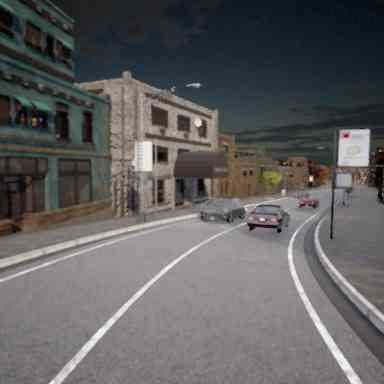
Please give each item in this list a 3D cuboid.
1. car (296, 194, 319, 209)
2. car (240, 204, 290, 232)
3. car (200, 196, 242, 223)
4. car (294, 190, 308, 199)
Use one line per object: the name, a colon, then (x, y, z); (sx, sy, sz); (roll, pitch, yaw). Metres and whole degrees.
car: (14.508, 1.268, 41.087); (1.895, 1.301, 4.718); (3, 2, 26)
car: (4.636, 1.474, 19.782); (2.033, 1.411, 5.357); (2, 1, 22)
car: (2.227, 1.125, 23.491); (2.097, 1.767, 4.553); (2, 1, 24)
car: (20.323, 0.400, 61.685); (2.097, 1.767, 4.553); (3, 3, 26)
